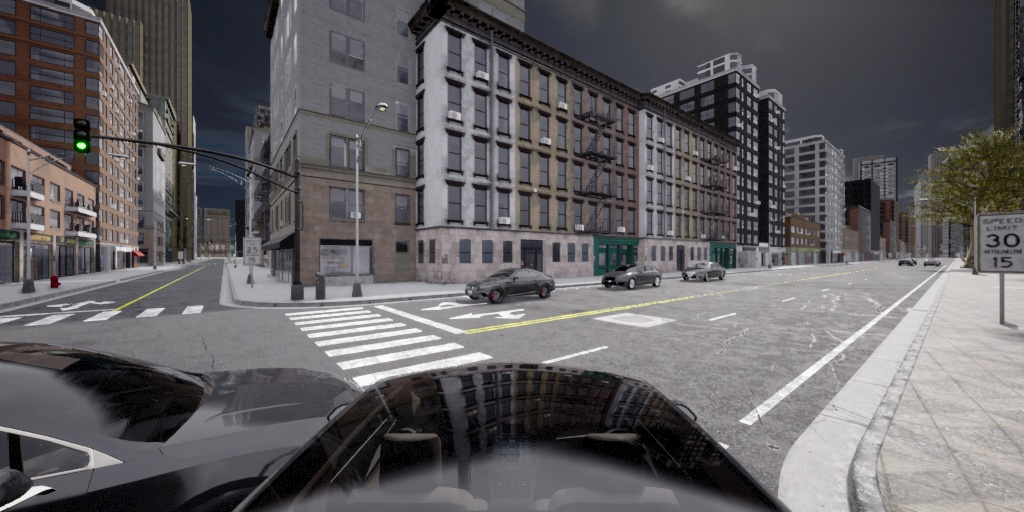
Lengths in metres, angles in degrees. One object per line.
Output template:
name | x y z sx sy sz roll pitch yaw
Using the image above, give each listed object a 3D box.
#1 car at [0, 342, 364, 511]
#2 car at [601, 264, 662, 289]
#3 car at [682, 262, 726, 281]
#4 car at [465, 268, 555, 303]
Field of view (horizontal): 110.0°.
car | -3.216 1.257 1.828 4.892 1.490 1.837 0 0 -34
car | 7.739 1.259 22.983 4.892 1.490 1.837 0 0 -39
car | 15.773 1.236 29.423 4.902 1.511 2.128 0 0 -39
car | 0.024 1.287 16.787 4.674 1.442 1.812 0 0 -39
